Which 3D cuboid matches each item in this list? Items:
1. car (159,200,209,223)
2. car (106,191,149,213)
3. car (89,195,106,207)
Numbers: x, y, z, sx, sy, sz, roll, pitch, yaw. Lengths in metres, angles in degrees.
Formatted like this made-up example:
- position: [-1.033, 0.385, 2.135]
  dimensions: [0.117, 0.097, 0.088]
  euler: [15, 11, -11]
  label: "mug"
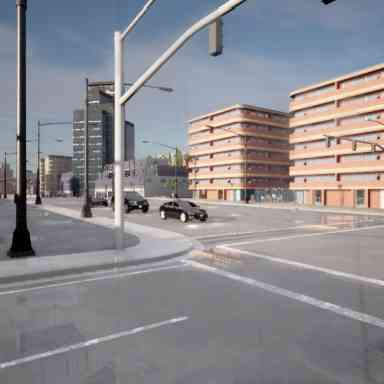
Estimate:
- position: [-0.706, 1.373, 24.843]
  dimensions: [1.837, 1.490, 4.892]
  euler: [0, 1, -34]
  label: "car"
- position: [-6.270, 0.945, 32.996]
  dimensions: [2.150, 2.045, 5.566]
  euler: [0, 1, -34]
  label: "car"
- position: [-11.936, 1.111, 41.298]
  dimensions: [1.994, 1.385, 4.181]
  euler: [0, 1, -34]
  label: "car"
